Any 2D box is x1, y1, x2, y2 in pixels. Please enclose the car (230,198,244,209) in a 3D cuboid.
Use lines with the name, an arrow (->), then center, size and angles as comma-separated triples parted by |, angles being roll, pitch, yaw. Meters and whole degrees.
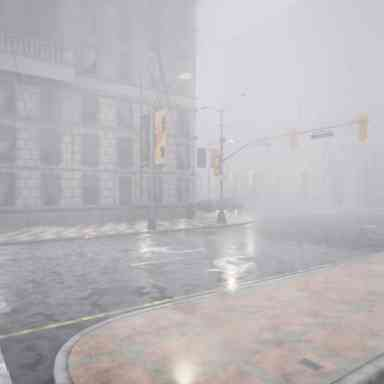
car -> 4.886, 1.505, 44.682 | 1.837, 1.490, 4.892 | 0, 0, -36

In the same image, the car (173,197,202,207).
car -> -0.800, 1.547, 52.627 | 2.033, 1.411, 5.357 | 0, 0, -35

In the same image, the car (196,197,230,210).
car -> 2.325, 1.564, 42.249 | 1.994, 1.385, 4.181 | 0, 0, -36
